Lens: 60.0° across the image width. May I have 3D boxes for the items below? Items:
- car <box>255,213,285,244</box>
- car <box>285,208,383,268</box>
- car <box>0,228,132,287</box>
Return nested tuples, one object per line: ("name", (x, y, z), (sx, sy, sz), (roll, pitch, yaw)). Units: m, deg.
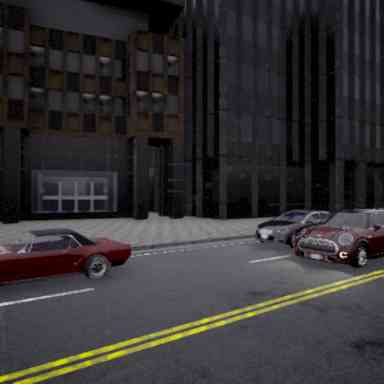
("car", (5.017, 1.566, 15.111), (4.902, 1.511, 2.128), (0, 0, -34))
("car", (5.674, 1.405, 11.588), (4.553, 1.767, 2.097), (0, 0, -34))
("car", (-4.105, 1.657, 8.689), (4.718, 1.301, 1.895), (0, 0, -36))
